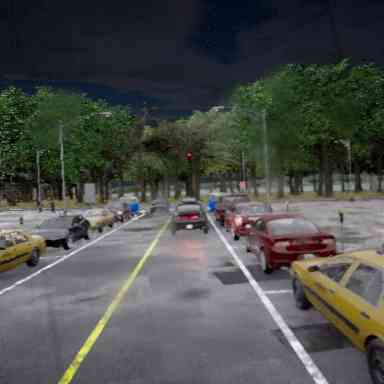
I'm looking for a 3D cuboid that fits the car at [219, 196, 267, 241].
[{"bbox_3d":[2.583,1.170,15.260,1.967,1.590,4.097,-3,0,0],"label":"car"}]

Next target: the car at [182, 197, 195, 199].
[{"bbox_3d":[-0.288,1.247,31.254,1.837,1.490,4.892,-3,0,-2],"label":"car"}]

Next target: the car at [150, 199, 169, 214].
[{"bbox_3d":[-3.324,1.413,35.141,2.033,1.411,5.357,-3,1,0],"label":"car"}]

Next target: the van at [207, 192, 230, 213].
[{"bbox_3d":[2.448,0.938,31.571,1.690,1.788,3.998,-3,0,0],"label":"van"}]

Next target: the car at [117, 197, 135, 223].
[{"bbox_3d":[-6.017,1.526,26.070,1.967,1.590,4.097,-3,0,0],"label":"car"}]

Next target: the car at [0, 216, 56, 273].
[{"bbox_3d":[-5.881,1.746,9.589,1.752,1.417,4.829,-3,1,0],"label":"car"}]

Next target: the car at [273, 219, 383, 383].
[{"bbox_3d":[2.673,1.344,4.556,1.752,1.417,4.829,-3,1,0],"label":"car"}]

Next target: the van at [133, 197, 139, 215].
[{"bbox_3d":[-6.066,1.383,31.507,1.690,1.788,3.998,-3,0,0],"label":"van"}]

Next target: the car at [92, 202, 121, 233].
[{"bbox_3d":[-5.968,1.657,20.464,1.752,1.417,4.829,-3,0,0],"label":"car"}]

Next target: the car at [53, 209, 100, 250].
[{"bbox_3d":[-5.924,1.740,15.197,1.947,1.339,4.313,-3,0,0],"label":"car"}]

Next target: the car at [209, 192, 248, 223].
[{"bbox_3d":[2.533,1.001,20.696,2.192,1.841,5.009,-3,0,0],"label":"car"}]

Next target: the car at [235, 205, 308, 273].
[{"bbox_3d":[2.632,1.319,9.824,1.887,1.381,4.507,-3,0,0],"label":"car"}]

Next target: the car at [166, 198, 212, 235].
[{"bbox_3d":[-0.136,1.353,17.970,1.837,1.490,4.892,-3,0,0],"label":"car"}]
